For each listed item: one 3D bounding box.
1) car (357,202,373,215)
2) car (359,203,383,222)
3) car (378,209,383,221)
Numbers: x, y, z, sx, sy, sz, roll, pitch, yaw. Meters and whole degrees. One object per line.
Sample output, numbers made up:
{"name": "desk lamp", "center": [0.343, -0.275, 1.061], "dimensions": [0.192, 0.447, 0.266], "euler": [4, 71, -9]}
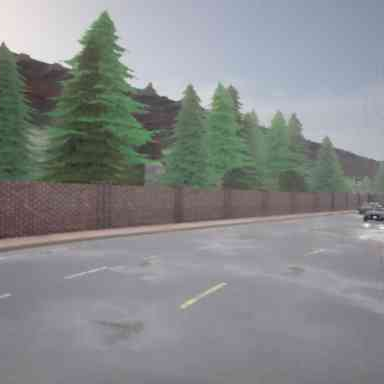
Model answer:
{"name": "car", "center": [21.509, 2.026, 40.191], "dimensions": [1.837, 1.490, 4.892], "euler": [1, 0, 42]}
{"name": "car", "center": [16.627, 1.969, 29.339], "dimensions": [1.994, 1.385, 4.181], "euler": [2, 0, 41]}
{"name": "car", "center": [12.063, 1.821, 18.526], "dimensions": [1.812, 1.442, 4.674], "euler": [2, 0, 41]}
